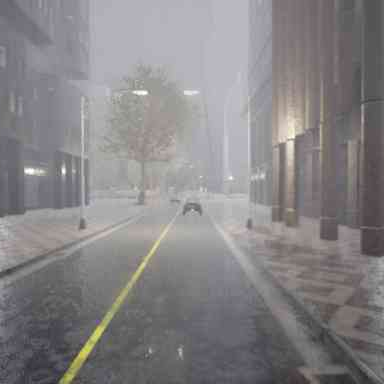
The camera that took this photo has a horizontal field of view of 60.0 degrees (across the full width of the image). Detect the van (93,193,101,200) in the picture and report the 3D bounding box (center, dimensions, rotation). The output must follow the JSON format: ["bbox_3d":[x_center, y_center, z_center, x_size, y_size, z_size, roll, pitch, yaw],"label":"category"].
[{"bbox_3d":[-25.951,1.109,84.344,3.998,1.788,1.690,0,1,0],"label":"van"}]

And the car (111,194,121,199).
[{"bbox_3d":[-20.382,1.201,92.838,4.206,1.307,1.802,0,1,0],"label":"car"}]

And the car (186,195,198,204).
[{"bbox_3d":[0.022,1.376,62.623,2.033,1.411,5.357,0,0,0],"label":"car"}]

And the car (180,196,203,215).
[{"bbox_3d":[0.063,1.464,33.656,1.837,1.490,4.892,0,0,1],"label":"car"}]

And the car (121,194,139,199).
[{"bbox_3d":[-14.900,1.260,84.277,4.403,1.369,2.008,0,1,0],"label":"car"}]

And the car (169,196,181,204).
[{"bbox_3d":[-2.999,1.364,60.480,2.033,1.411,5.357,0,0,1],"label":"car"}]

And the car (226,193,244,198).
[{"bbox_3d":[11.964,0.906,92.628,4.829,1.417,1.752,-1,1,0],"label":"car"}]
